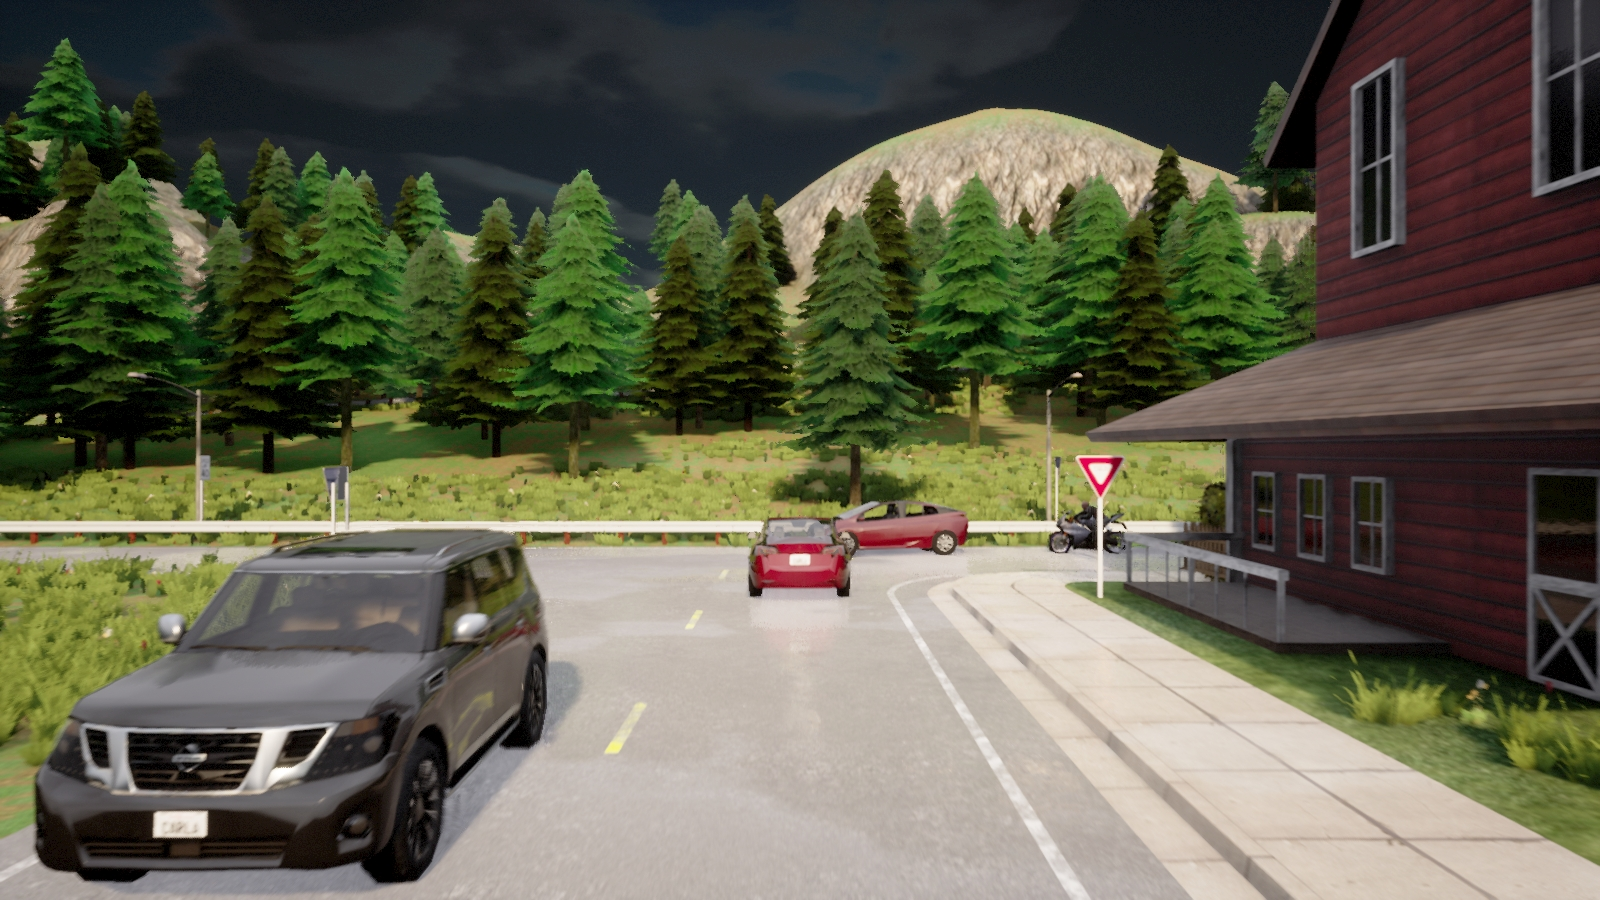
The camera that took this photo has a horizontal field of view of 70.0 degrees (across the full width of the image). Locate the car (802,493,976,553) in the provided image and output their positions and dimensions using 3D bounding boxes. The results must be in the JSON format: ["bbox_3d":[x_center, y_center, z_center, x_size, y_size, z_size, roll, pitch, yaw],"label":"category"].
[{"bbox_3d":[2.451,2.019,32.055,4.514,1.525,2.007,0,0,-11],"label":"car"}]

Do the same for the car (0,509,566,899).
[{"bbox_3d":[-3.538,1.640,9.308,2.150,2.045,5.566,0,0,0],"label":"car"}]

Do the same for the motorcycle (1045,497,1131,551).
[{"bbox_3d":[8.180,2.101,32.530,2.209,1.460,0.867,0,0,0],"label":"motorcycle"}]

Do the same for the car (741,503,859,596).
[{"bbox_3d":[-0.018,1.931,23.258,2.163,1.488,4.792,0,0,0],"label":"car"}]
